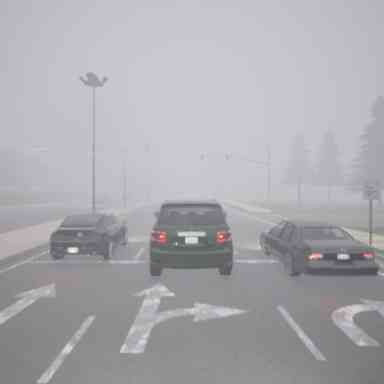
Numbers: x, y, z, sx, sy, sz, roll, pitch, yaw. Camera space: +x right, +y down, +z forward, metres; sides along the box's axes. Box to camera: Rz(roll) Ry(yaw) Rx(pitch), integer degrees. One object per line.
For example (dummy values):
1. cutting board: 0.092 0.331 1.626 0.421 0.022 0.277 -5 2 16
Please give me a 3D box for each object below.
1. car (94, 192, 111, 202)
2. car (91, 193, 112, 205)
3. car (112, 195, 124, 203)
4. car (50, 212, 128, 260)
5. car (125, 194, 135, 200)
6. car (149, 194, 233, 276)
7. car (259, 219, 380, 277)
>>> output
1. car: -19.600 1.137 73.200 2.150 2.045 5.566 0 0 0
2. car: -16.156 1.422 58.232 2.128 1.511 4.902 0 0 1
3. car: -16.110 1.440 69.279 1.812 1.442 4.674 0 0 0
4. car: -3.595 1.489 12.334 1.837 1.490 4.892 0 0 -1
5. car: -16.073 1.284 84.047 1.882 1.535 5.008 0 0 0
6. car: -0.049 1.209 10.407 2.150 2.045 5.566 0 0 -1
7. car: 3.460 1.534 10.166 2.033 1.411 5.357 0 0 0
